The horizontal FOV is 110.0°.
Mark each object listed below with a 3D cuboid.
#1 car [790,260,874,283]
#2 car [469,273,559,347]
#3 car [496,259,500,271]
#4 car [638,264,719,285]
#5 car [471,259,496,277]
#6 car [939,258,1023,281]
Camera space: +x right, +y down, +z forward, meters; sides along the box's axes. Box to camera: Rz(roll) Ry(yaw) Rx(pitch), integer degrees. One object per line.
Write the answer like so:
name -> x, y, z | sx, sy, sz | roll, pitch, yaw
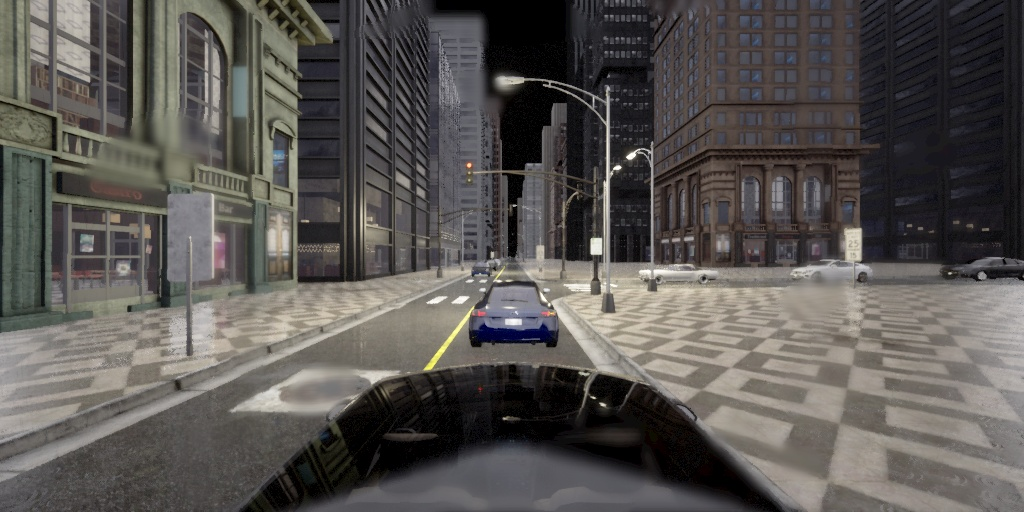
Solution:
car -> 21.306, 1.009, 23.941 | 4.674, 1.442, 1.812 | -1, 0, 0
car -> 0.063, 1.314, 9.312 | 1.994, 1.385, 4.181 | 0, 0, 1
car -> -2.946, 1.233, 47.706 | 1.882, 1.535, 5.008 | 0, 0, 0
car -> 10.970, 1.205, 23.969 | 4.718, 1.301, 1.895 | -1, 0, 0
car -> -2.987, 1.299, 36.364 | 2.033, 1.411, 5.357 | 0, 0, 0
car -> 31.636, 0.873, 23.906 | 4.892, 1.490, 1.837 | -1, 0, 0
